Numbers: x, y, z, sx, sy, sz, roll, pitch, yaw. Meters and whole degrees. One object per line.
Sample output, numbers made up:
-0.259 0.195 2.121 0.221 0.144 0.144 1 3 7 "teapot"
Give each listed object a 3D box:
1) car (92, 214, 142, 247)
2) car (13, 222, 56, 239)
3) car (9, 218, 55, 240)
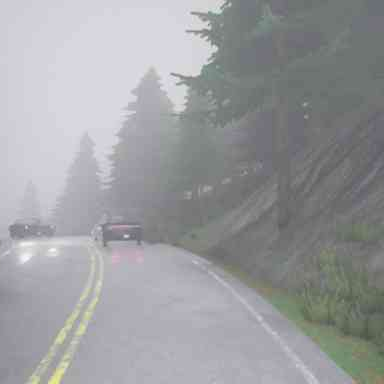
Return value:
-3.906 1.870 16.985 2.128 1.511 4.902 2 -4 -24 "car"
-14.607 3.568 30.812 4.718 1.301 1.895 -9 -10 41 "car"
-10.388 2.357 21.535 1.895 1.301 4.718 4 -7 -37 "car"
